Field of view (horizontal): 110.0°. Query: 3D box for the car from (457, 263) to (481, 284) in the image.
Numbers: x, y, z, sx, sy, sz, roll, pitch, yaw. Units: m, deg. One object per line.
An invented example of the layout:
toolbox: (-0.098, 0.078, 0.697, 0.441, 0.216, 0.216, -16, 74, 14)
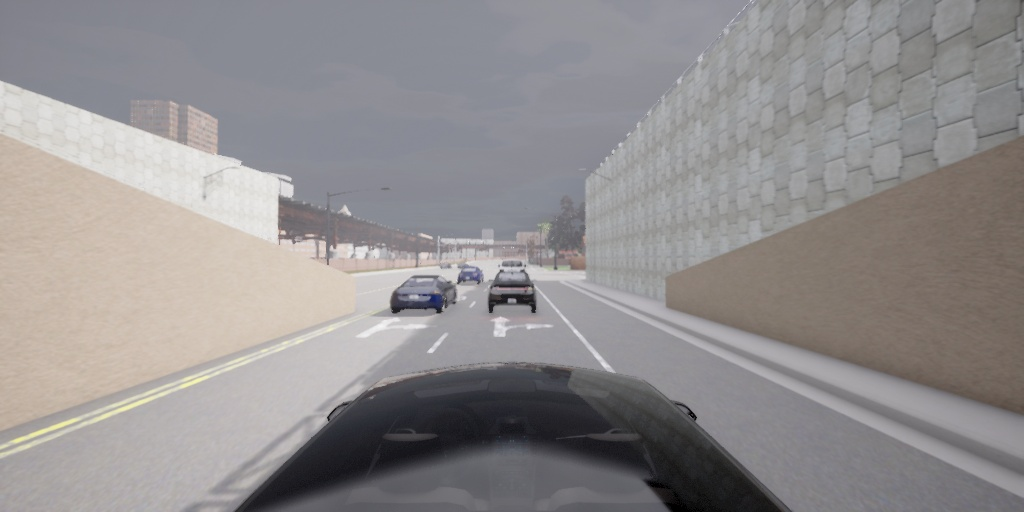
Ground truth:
car: (-3.467, 1.592, 30.449, 1.812, 1.442, 4.674, 0, 0, 1)

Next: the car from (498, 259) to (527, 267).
car: (0.019, 1.277, 29.133, 2.150, 2.045, 5.566, 0, 0, 0)

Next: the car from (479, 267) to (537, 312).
car: (0.021, 1.388, 14.995, 2.128, 1.511, 4.902, 0, -1, 0)

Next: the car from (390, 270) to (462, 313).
car: (-3.481, 1.457, 14.800, 1.994, 1.385, 4.181, 0, -1, 0)
